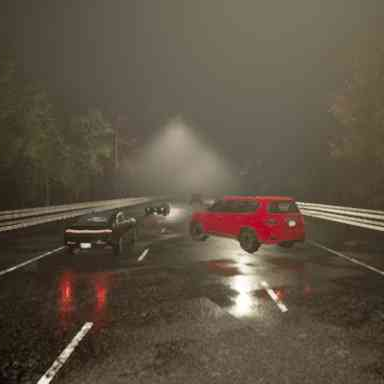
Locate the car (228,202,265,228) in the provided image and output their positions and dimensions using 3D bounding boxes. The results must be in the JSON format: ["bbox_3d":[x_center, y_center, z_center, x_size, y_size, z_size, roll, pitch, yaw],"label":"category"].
[{"bbox_3d":[3.618,1.474,22.913,1.837,1.490,4.892,0,0,1],"label":"car"}]

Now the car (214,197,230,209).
[{"bbox_3d":[3.962,1.415,44.821,1.882,1.535,5.008,0,0,1],"label":"car"}]

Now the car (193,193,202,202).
[{"bbox_3d":[1.298,1.223,74.909,2.097,1.767,4.553,0,0,2],"label":"car"}]

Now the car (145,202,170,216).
[{"bbox_3d":[-3.171,1.558,31.372,1.895,1.301,4.718,0,0,1],"label":"car"}]

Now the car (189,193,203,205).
[{"bbox_3d":[0.756,1.141,56.739,2.150,2.045,5.566,0,0,2],"label":"car"}]

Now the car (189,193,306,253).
[{"bbox_3d":[2.065,1.203,13.953,2.150,2.045,5.566,0,0,-33],"label":"car"}]

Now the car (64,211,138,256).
[{"bbox_3d":[-3.357,1.475,13.001,2.128,1.511,4.902,0,0,0],"label":"car"}]

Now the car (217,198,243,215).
[{"bbox_3d":[3.762,1.446,33.868,2.128,1.511,4.902,0,0,1],"label":"car"}]
